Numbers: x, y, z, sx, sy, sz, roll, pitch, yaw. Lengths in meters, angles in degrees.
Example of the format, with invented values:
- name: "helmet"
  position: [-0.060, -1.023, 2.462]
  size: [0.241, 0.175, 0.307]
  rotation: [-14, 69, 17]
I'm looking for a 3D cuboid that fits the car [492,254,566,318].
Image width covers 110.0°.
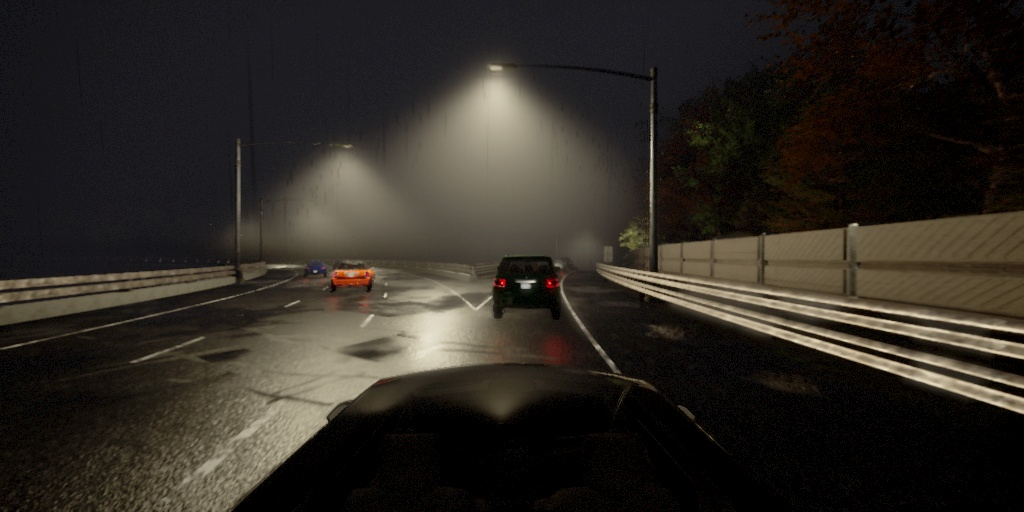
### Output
- name: "car"
  position: [0.587, 0.962, 13.076]
  size: [2.150, 2.045, 5.566]
  rotation: [0, 0, 4]

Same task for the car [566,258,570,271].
- name: "car"
  position: [6.048, 1.286, 46.389]
  size: [1.812, 1.442, 4.674]
  rotation: [0, -1, 13]

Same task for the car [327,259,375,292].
- name: "car"
  position: [-9.364, 1.065, 21.377]
  size: [2.097, 1.767, 4.553]
  rotation: [0, 0, -19]

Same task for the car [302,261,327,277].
- name: "car"
  position: [-18.638, 1.207, 34.118]
  size: [1.812, 1.442, 4.674]
  rotation: [0, 0, -27]

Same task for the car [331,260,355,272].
- name: "car"
  position: [-22.186, 1.209, 46.988]
  size: [2.033, 1.411, 5.357]
  rotation: [0, 0, -34]

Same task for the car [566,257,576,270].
- name: "car"
  position: [9.038, 1.305, 59.836]
  size: [2.150, 2.045, 5.566]
  rotation: [0, -2, 13]
